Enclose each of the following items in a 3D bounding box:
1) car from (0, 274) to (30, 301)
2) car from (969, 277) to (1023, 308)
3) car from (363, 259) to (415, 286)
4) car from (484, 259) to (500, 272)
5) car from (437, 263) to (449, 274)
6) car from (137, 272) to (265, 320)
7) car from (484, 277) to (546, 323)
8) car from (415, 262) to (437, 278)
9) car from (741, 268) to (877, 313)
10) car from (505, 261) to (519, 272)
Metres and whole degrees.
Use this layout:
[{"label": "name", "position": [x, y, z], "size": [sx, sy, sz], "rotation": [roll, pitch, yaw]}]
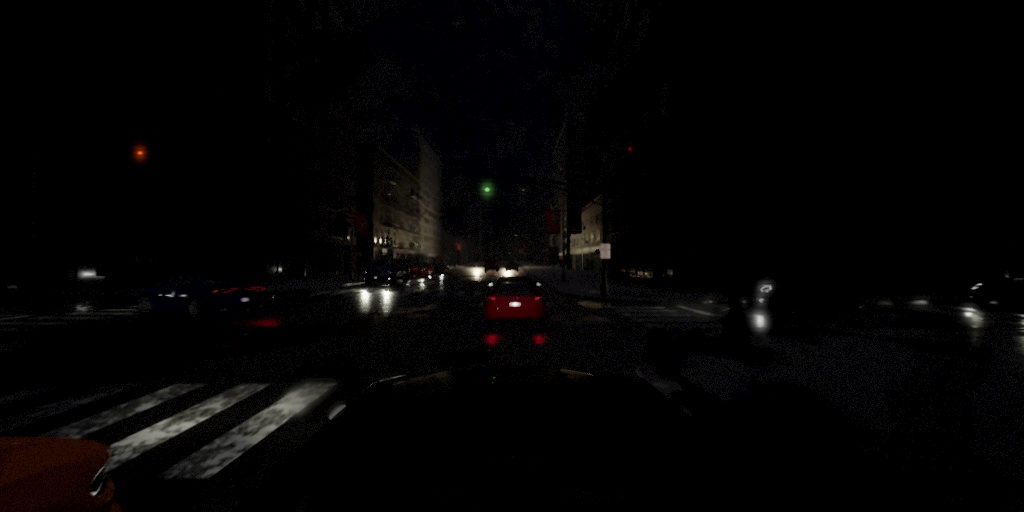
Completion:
[{"label": "car", "position": [-25.371, 1.478, 16.722], "size": [4.313, 1.339, 1.948], "rotation": [0, 0, 0]}, {"label": "car", "position": [21.449, 1.278, 14.301], "size": [4.553, 1.767, 2.097], "rotation": [0, -1, 0]}, {"label": "car", "position": [-9.836, 1.231, 28.623], "size": [2.150, 2.045, 5.566], "rotation": [0, -1, 0]}, {"label": "car", "position": [-3.235, 1.500, 57.320], "size": [2.150, 2.045, 5.566], "rotation": [0, -1, 0]}, {"label": "car", "position": [-9.805, 1.705, 48.907], "size": [1.837, 1.490, 4.892], "rotation": [0, -1, 0]}, {"label": "car", "position": [-11.359, 1.344, 13.131], "size": [5.008, 1.535, 1.882], "rotation": [0, -2, 22]}, {"label": "car", "position": [0.096, 1.420, 12.609], "size": [1.994, 1.385, 4.181], "rotation": [0, -1, 0]}, {"label": "car", "position": [-9.836, 1.456, 38.550], "size": [2.097, 1.767, 4.553], "rotation": [0, -1, 0]}, {"label": "car", "position": [11.550, 1.261, 14.378], "size": [4.553, 1.767, 2.097], "rotation": [0, -1, 1]}, {"label": "car", "position": [0.015, 1.634, 57.674], "size": [2.097, 1.767, 4.553], "rotation": [0, -1, 0]}]
